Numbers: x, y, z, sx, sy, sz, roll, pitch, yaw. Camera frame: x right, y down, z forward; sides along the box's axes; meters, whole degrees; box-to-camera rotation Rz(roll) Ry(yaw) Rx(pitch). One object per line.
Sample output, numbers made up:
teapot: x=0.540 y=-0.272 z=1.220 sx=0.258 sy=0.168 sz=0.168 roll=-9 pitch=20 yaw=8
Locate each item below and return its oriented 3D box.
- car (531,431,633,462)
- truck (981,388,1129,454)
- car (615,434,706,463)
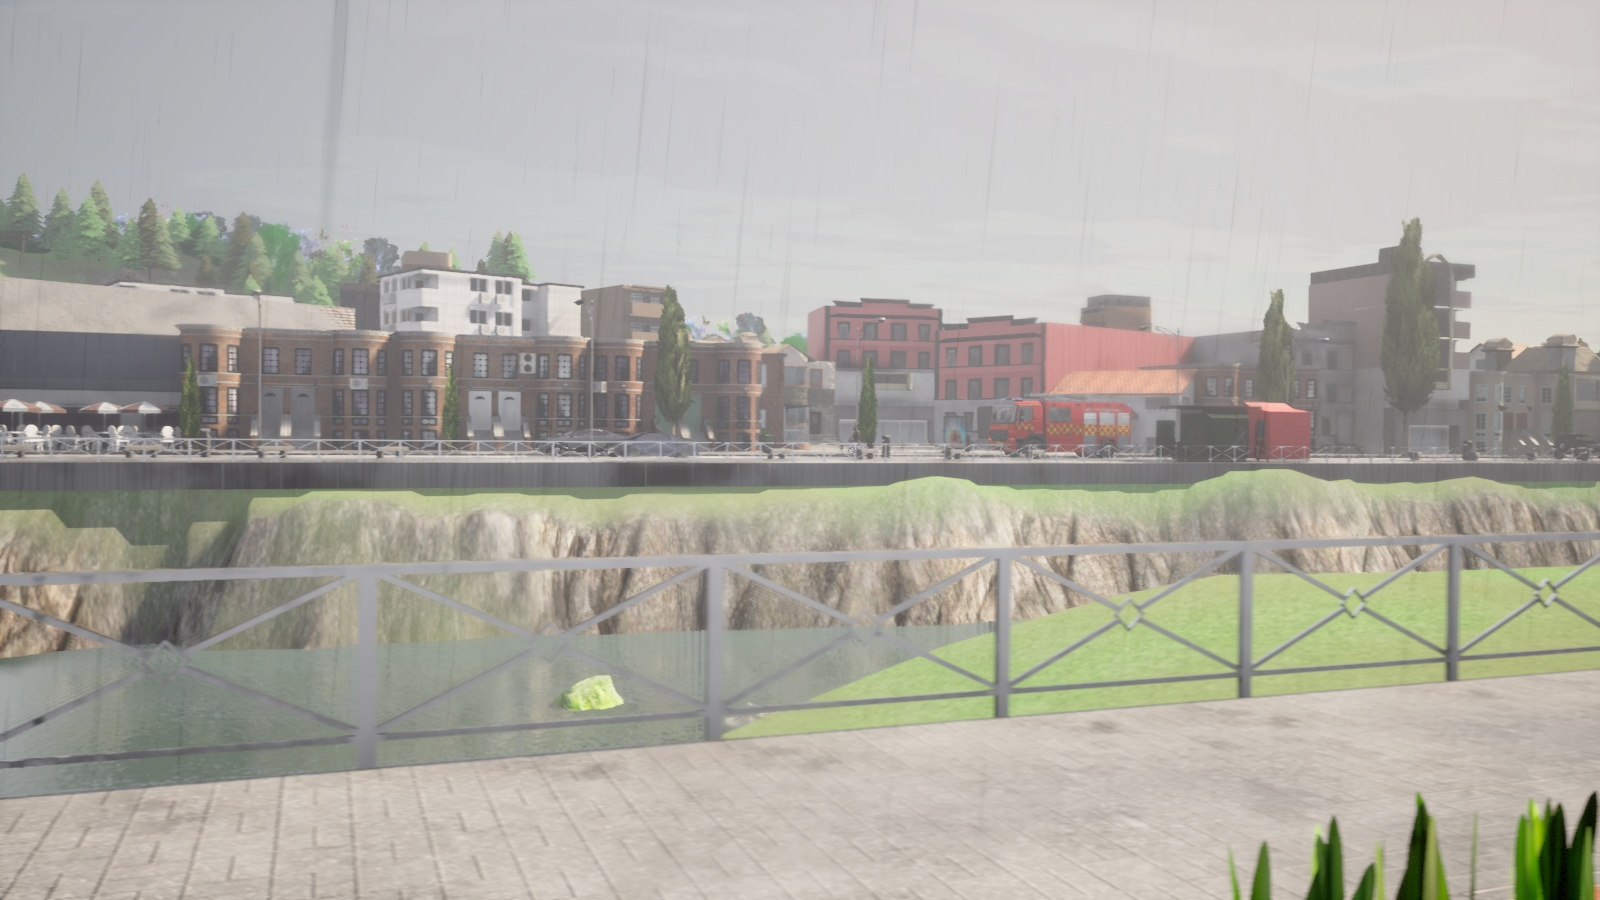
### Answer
car: x=-11.360 y=-0.188 z=65.443 sx=4.902 sy=1.511 sz=2.128 roll=-1 pitch=1 yaw=-21
truck: x=15.388 y=-1.763 z=75.594 sx=8.468 sy=3.827 sz=2.891 roll=-1 pitch=1 yaw=-21
car: x=-6.983 y=-0.085 z=62.829 sx=4.181 sy=1.385 sz=1.994 roll=-1 pitch=1 yaw=-21
